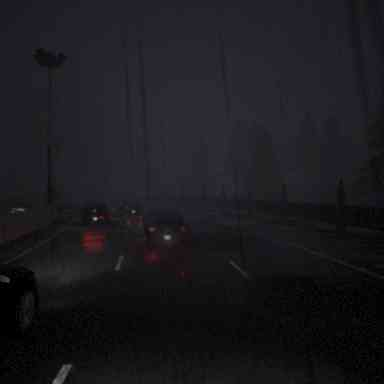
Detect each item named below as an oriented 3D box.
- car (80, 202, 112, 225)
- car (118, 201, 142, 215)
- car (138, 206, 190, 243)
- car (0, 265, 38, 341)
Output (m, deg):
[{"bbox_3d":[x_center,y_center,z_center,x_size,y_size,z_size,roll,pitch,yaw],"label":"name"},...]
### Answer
[{"bbox_3d":[-6.792,1.440,23.503,1.837,1.490,4.892,1,0,-15],"label":"car"},{"bbox_3d":[-6.255,1.523,33.338,1.895,1.301,4.718,0,0,-20],"label":"car"},{"bbox_3d":[-1.419,1.570,15.890,1.895,1.301,4.718,0,0,-11],"label":"car"},{"bbox_3d":[-3.383,1.472,3.681,2.128,1.511,4.902,0,0,-4],"label":"car"}]
